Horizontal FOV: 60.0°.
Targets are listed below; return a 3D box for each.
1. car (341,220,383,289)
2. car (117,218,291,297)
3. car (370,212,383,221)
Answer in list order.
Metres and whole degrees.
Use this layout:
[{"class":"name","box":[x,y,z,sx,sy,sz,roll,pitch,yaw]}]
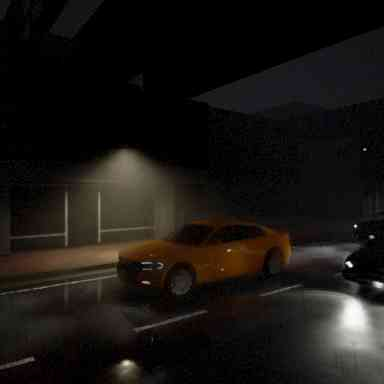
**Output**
[{"class":"car","box":[6.027,1.547,8.537,5.357,1.411,2.033,0,0,-37]},{"class":"car","box":[0.506,1.478,8.771,5.008,1.535,1.882,0,0,-37]},{"class":"car","box":[9.387,1.601,15.425,4.718,1.301,1.895,0,0,-37]}]
